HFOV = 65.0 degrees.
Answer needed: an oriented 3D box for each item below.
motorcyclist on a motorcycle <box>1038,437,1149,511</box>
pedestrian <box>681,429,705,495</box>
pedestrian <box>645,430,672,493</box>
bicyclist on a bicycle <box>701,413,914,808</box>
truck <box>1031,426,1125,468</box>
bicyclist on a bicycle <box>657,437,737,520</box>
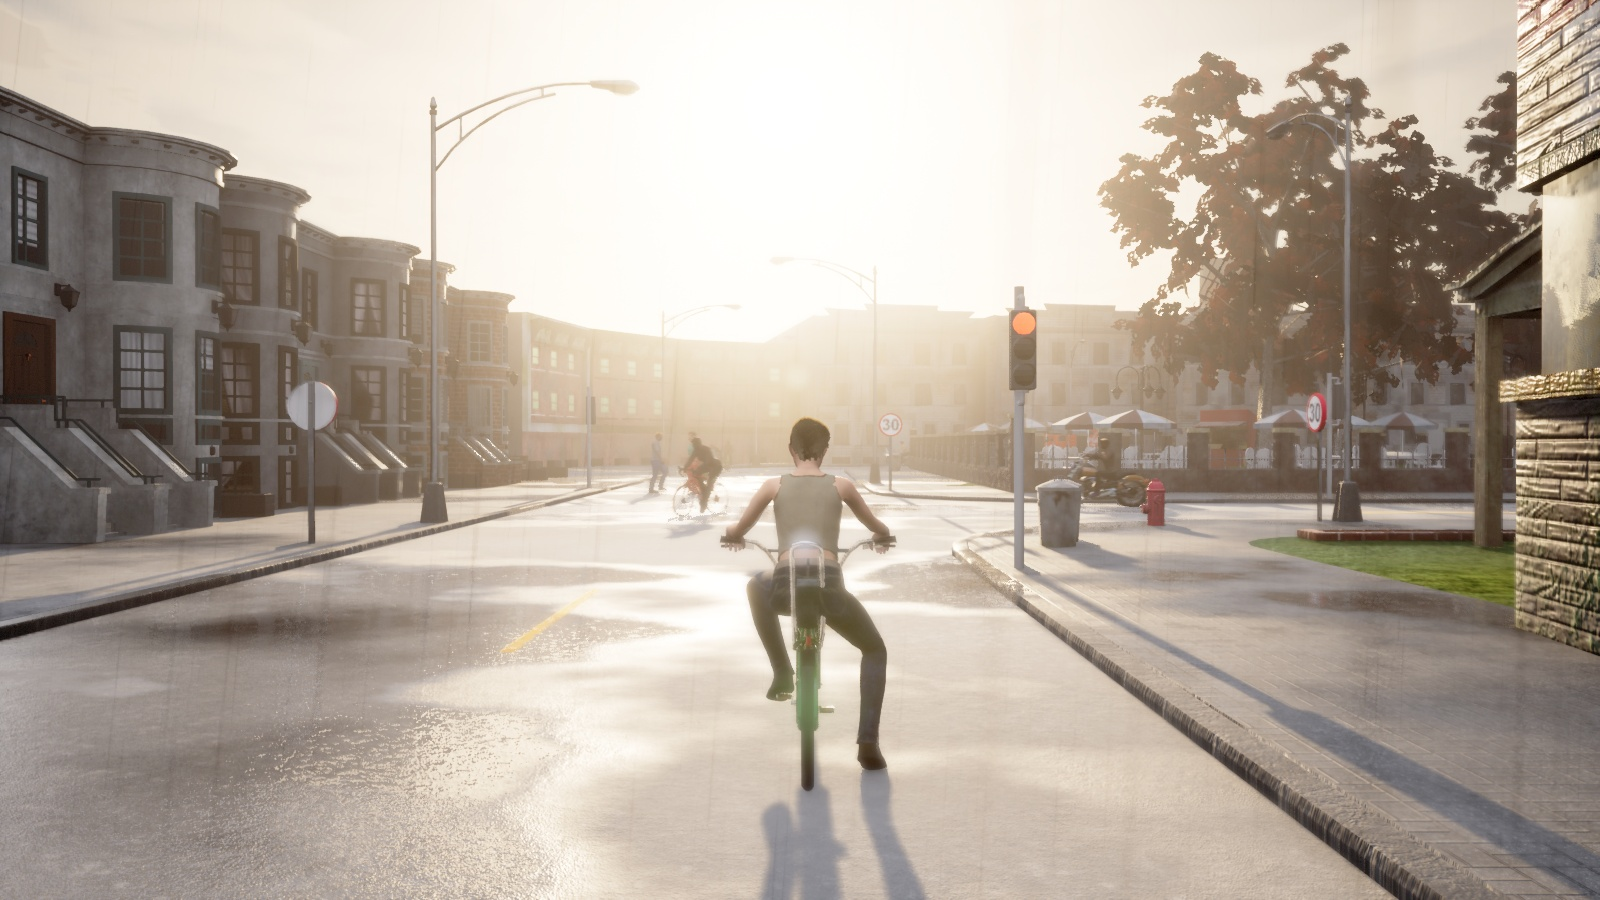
[{"bbox_3d":[6.701,0.540,28.726,2.350,1.649,0.766,0,0,0],"label":"motorcyclist on a motorcycle"},{"bbox_3d":[-2.984,0.339,35.064,0.594,1.836,0.345,0,0,-26],"label":"pedestrian"},{"bbox_3d":[-4.154,0.326,36.846,0.706,1.836,0.354,0,0,7],"label":"pedestrian"},{"bbox_3d":[0.037,0.650,5.875,0.866,1.612,1.509,0,0,0],"label":"bicyclist on a bicycle"},{"bbox_3d":[17.221,-0.180,77.918,5.204,2.467,2.627,-1,0,0],"label":"truck"},{"bbox_3d":[-2.089,0.553,25.581,0.582,1.620,1.656,3,2,40],"label":"bicyclist on a bicycle"}]
